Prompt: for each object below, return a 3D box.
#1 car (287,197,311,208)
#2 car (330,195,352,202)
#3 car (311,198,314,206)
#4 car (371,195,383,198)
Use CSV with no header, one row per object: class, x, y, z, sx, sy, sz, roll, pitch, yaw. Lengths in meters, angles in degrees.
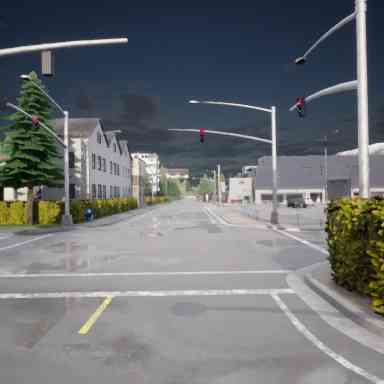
car,15.425,1.629,49.149,2.007,1.523,4.514,-1,-1,0
car,25.484,1.398,56.548,2.152,1.636,5.027,-1,-1,0
car,19.070,1.573,56.208,1.970,1.475,3.806,-1,-1,0
car,19.117,1.183,31.282,1.905,1.878,3.866,-1,-1,0
